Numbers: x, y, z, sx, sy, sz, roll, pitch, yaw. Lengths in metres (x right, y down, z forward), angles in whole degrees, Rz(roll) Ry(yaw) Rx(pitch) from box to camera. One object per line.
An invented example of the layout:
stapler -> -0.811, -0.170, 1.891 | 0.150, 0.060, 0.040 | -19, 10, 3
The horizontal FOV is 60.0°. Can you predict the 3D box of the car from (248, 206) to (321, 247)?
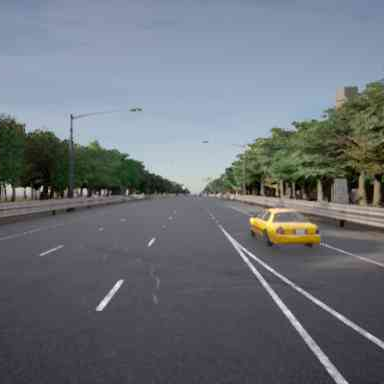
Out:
car -> 3.741, 1.369, 14.415 | 1.801, 1.575, 5.366 | 0, 0, -3
